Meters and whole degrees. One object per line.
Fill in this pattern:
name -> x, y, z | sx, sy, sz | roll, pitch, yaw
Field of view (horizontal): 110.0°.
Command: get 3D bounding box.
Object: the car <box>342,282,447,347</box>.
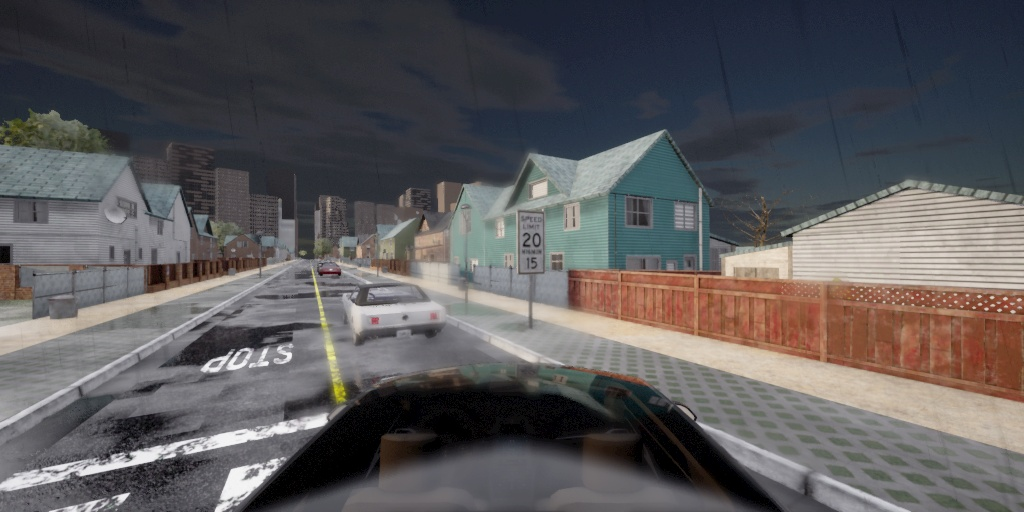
car -> -3.370, 1.353, 9.547 | 1.895, 1.301, 4.718 | 0, 0, -29

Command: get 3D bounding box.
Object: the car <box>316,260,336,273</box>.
car -> -23.752, 1.255, 45.619 | 2.128, 1.511, 4.902 | 0, 0, -29

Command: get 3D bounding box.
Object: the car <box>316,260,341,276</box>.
car -> -18.884, 1.324, 37.117 | 1.994, 1.385, 4.181 | 0, 0, -30
